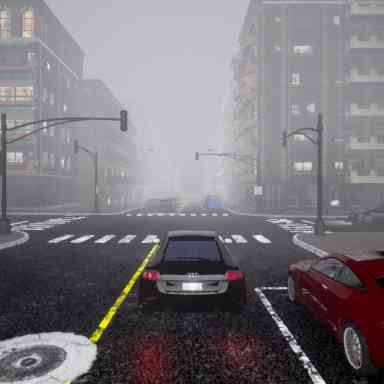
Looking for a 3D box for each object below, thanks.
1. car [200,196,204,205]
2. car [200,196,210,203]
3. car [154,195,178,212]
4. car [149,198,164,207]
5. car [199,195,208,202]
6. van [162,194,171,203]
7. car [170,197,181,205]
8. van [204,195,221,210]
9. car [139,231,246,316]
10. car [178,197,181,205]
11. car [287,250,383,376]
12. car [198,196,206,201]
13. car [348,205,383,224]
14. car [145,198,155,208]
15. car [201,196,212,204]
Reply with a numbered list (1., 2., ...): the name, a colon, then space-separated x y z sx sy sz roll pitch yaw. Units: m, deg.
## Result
1. car: 2.754 1.367 48.683 2.192 1.841 5.009 -1 0 0
2. car: 2.729 1.662 70.765 1.887 1.381 4.507 -1 0 0
3. car: -3.046 1.512 39.715 1.882 1.535 5.008 0 0 -1
4. car: -5.806 1.631 54.260 1.947 1.339 4.313 -1 0 0
5. car: 2.783 1.597 81.808 1.967 1.590 4.097 -1 0 0
6. van: -5.794 1.478 76.354 1.690 1.788 3.998 -1 0 0
7. car: -3.016 1.616 62.762 1.812 1.442 4.674 0 0 1
8. van: 2.839 1.381 43.186 1.690 1.788 3.998 -1 0 0
9. car: 0.007 1.564 7.623 1.994 1.385 4.181 0 0 0
10. car: -3.061 1.533 49.993 1.882 1.535 5.008 0 0 0
11. car: 2.796 1.582 5.284 1.802 1.307 4.206 0 0 0
12. car: 2.815 1.768 92.853 1.947 1.339 4.313 -1 0 0
13. car: 14.624 1.727 26.199 4.181 1.385 1.994 1 0 0
14. car: -5.809 1.634 48.738 1.802 1.307 4.206 -1 0 0
15. car: 2.724 1.539 65.245 1.967 1.590 4.097 -1 0 0
